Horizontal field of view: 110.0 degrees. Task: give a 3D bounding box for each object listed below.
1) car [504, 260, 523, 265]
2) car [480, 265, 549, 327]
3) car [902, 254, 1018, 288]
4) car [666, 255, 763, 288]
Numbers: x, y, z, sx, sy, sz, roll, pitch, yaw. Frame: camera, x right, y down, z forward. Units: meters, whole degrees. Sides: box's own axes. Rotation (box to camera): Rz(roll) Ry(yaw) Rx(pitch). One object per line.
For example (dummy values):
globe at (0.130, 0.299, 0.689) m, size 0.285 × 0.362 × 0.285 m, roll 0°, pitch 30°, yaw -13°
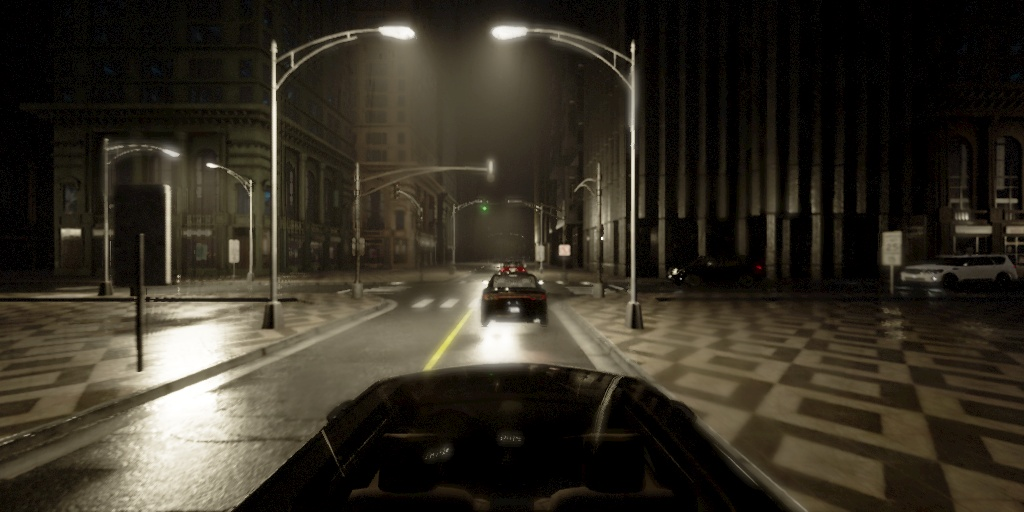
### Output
car at (0.105, 1.122, 28.884) m, size 2.097 × 1.767 × 4.553 m, roll 0°, pitch 0°, yaw 0°
car at (0.044, 1.236, 11.651) m, size 1.882 × 1.535 × 5.008 m, roll 0°, pitch 0°, yaw -1°
car at (28.618, 0.942, 23.032) m, size 5.566 × 2.045 × 2.150 m, roll -1°, pitch 0°, yaw 0°
car at (12.931, 0.959, 23.044) m, size 5.566 × 2.045 × 2.150 m, roll 0°, pitch 0°, yaw 0°
